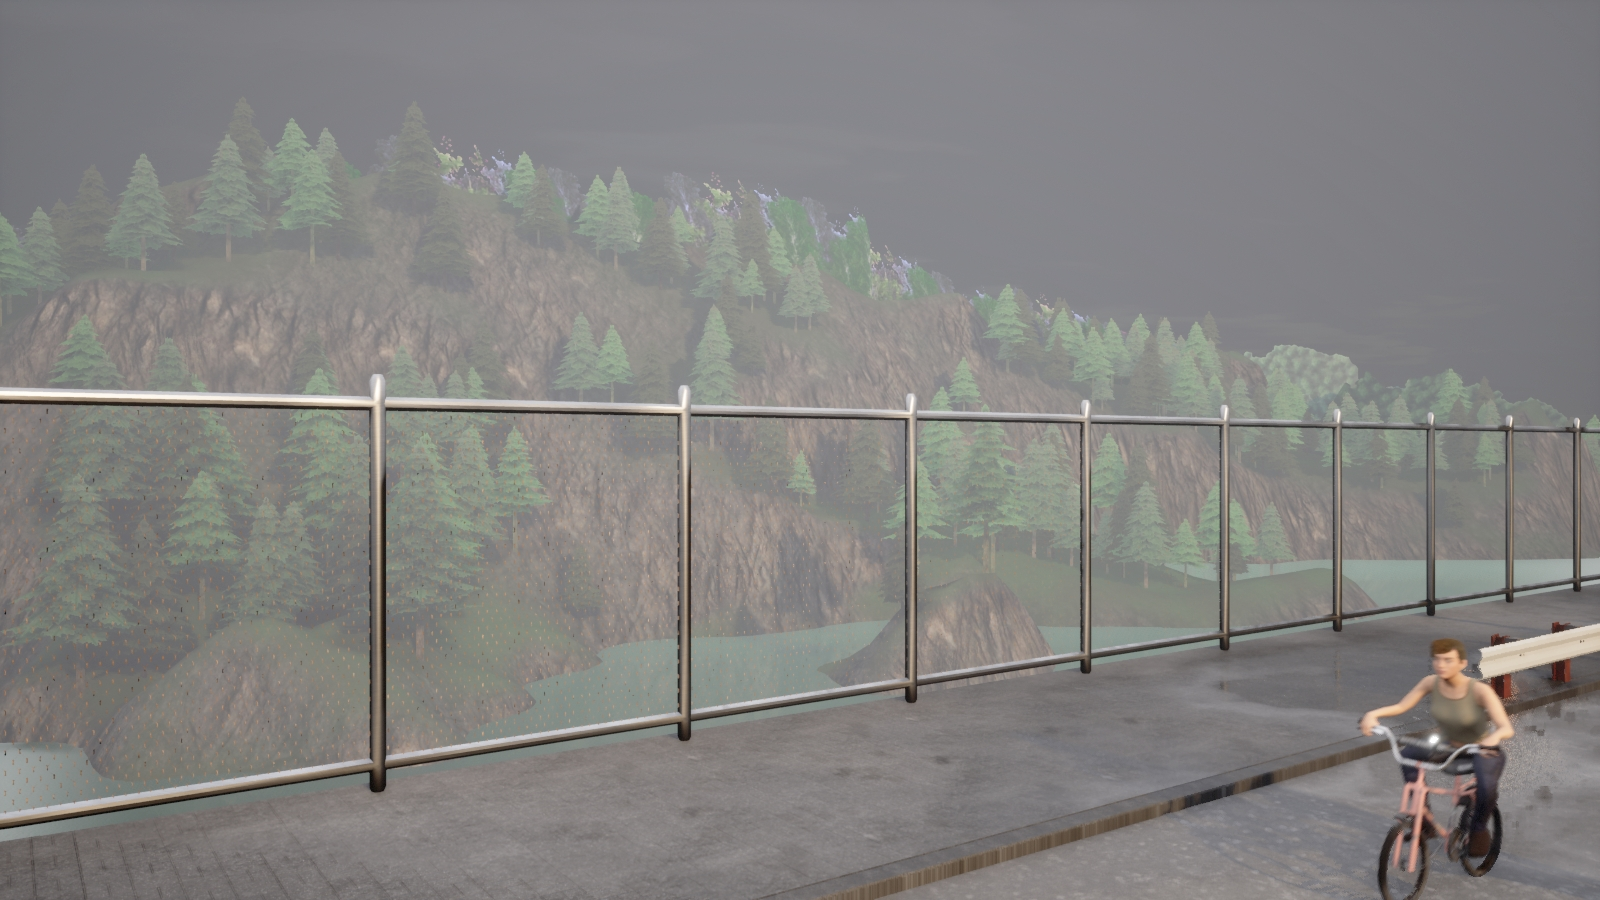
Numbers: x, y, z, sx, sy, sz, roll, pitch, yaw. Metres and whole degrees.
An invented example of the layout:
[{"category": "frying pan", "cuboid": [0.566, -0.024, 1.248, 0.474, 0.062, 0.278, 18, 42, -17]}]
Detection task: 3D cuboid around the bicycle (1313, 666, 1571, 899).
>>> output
[{"category": "bicycle", "cuboid": [4.070, 2.152, 7.229, 1.487, 1.276, 0.859, 0, 0, -35]}]
